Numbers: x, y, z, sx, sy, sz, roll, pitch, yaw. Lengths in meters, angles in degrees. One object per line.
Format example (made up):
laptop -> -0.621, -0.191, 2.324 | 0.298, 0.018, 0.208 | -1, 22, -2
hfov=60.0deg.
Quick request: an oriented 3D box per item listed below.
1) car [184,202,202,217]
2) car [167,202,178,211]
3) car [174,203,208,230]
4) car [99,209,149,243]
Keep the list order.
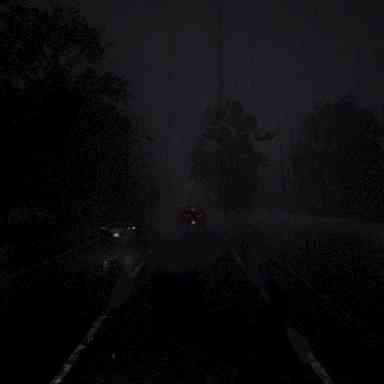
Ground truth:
car -> 0.103, 2.195, 41.909 | 2.097, 1.767, 4.553 | 0, -2, 0
car -> -3.271, 2.590, 60.556 | 2.097, 1.767, 4.553 | 1, -4, 1
car -> 0.102, 1.796, 23.655 | 2.128, 1.511, 4.902 | 0, -1, 0
car -> -3.348, 1.670, 17.168 | 2.128, 1.511, 4.902 | 0, -1, 0
